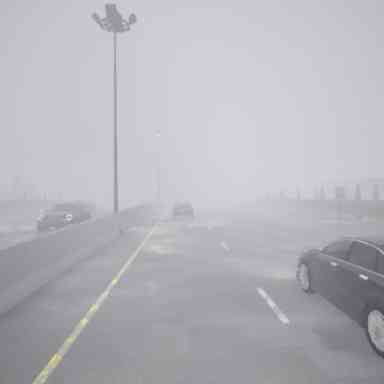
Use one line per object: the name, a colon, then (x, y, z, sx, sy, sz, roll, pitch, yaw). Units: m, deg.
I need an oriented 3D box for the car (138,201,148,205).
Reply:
car: (-8.947, 2.445, 61.753, 1.812, 1.442, 4.674, 0, -4, -1)

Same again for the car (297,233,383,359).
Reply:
car: (3.407, 1.494, 5.919, 1.837, 1.490, 4.892, 0, 0, -1)

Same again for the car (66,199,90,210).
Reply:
car: (-15.478, 1.694, 45.436, 1.812, 1.442, 4.674, 0, -1, -2)

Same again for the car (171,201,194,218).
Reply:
car: (-0.811, 1.528, 30.187, 2.128, 1.511, 4.902, 0, 0, -2)

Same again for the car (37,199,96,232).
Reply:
car: (-7.702, 1.413, 20.465, 2.097, 1.767, 4.553, 0, 0, -2)
